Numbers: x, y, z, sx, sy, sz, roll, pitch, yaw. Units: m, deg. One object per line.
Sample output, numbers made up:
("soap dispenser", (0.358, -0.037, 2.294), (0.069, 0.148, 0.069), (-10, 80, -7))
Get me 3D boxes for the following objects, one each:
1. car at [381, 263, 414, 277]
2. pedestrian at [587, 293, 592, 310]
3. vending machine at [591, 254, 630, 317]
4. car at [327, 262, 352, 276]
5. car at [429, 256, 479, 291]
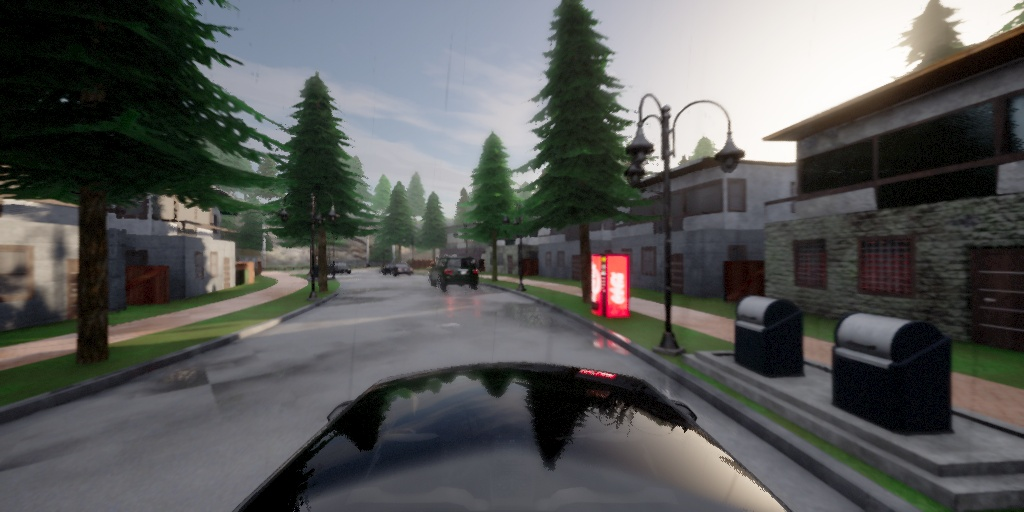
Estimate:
("car", (-12.292, 1.438, 38.177), (2.033, 1.411, 5.357), (0, 0, -39))
("pedestrian", (2.895, 1.250, 12.077), (0.500, 1.100, 0.500), (-1, 0, -10))
("vending machine", (3.097, 0.919, 11.296), (1.100, 2.100, 0.880), (0, 0, -9))
("car", (-20.116, 1.449, 41.530), (1.837, 1.490, 4.892), (0, -1, -40))
("car", (-3.763, 1.051, 22.700), (2.150, 2.045, 5.566), (0, 0, -22))
